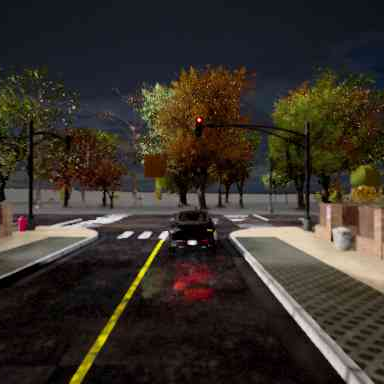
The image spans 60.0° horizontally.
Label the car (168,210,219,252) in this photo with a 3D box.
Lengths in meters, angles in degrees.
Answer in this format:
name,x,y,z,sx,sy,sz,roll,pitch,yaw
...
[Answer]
name,x,y,z,sx,sy,sz,roll,pitch,yaw
car,0.072,1.535,14.073,1.837,1.490,4.892,0,0,1
